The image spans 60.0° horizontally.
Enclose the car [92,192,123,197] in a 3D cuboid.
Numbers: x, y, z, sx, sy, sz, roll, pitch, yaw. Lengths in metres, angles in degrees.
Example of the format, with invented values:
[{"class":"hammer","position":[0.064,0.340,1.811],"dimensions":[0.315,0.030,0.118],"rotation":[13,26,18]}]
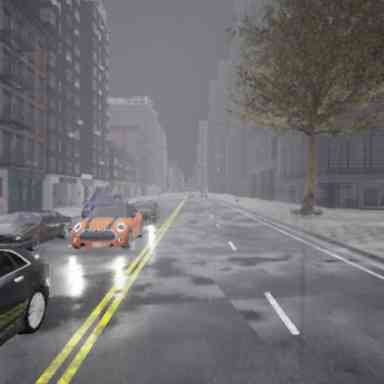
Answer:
[{"class":"car","position":[-6.594,1.054,25.500],"dimensions":[2.150,2.045,5.566],"rotation":[0,0,0]}]

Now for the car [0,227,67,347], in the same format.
[{"class":"car","position":[-3.348,1.478,3.859],"dimensions":[1.837,1.490,4.892],"rotation":[0,0,0]}]

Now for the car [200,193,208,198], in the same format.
[{"class":"car","position":[3.216,0.978,89.294],"dimensions":[1.994,1.385,4.181],"rotation":[0,0,0]}]

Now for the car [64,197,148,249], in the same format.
[{"class":"car","position":[-3.351,1.259,13.957],"dimensions":[2.097,1.767,4.553],"rotation":[0,0,0]}]

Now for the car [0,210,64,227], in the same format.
[{"class":"car","position":[-6.605,1.455,13.812],"dimensions":[2.033,1.411,5.357],"rotation":[0,0,0]}]

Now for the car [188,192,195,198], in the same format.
[{"class":"car","position":[-0.035,1.020,89.323],"dimensions":[1.895,1.301,4.718],"rotation":[0,0,0]}]

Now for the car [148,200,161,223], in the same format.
[{"class":"car","position":[-3.350,1.346,24.210],"dimensions":[1.837,1.490,4.892],"rotation":[0,0,0]}]
